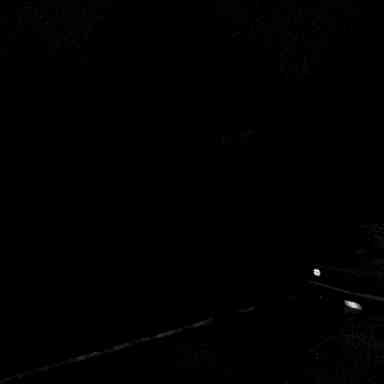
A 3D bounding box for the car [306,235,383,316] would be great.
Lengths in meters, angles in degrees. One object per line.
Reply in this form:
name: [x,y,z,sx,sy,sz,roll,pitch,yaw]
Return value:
car: [4.507,1.586,6.900,4.718,1.301,1.895,0,0,-36]
